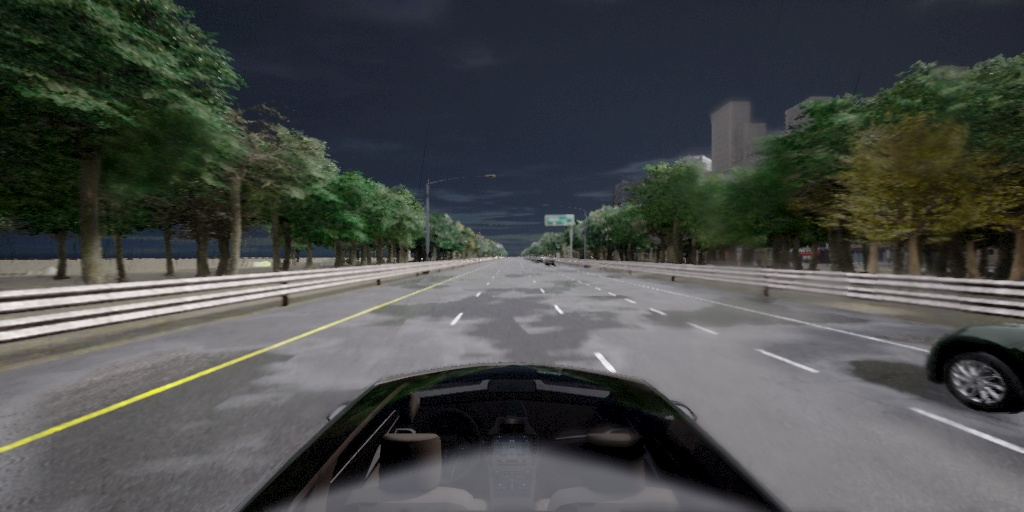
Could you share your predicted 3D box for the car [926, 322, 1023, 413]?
[{"bbox_3d":[6.998,1.105,3.210,2.097,1.767,4.553,0,0,0],"label":"car"}]
